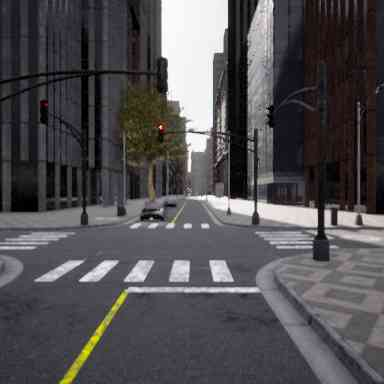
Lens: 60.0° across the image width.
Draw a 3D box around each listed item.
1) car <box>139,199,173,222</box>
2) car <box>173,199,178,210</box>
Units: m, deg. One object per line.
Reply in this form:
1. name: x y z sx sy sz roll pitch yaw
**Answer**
1. car: -2.892 1.527 26.467 2.033 1.411 5.357 0 0 0
2. car: -2.814 1.537 42.815 1.895 1.301 4.718 0 0 0
